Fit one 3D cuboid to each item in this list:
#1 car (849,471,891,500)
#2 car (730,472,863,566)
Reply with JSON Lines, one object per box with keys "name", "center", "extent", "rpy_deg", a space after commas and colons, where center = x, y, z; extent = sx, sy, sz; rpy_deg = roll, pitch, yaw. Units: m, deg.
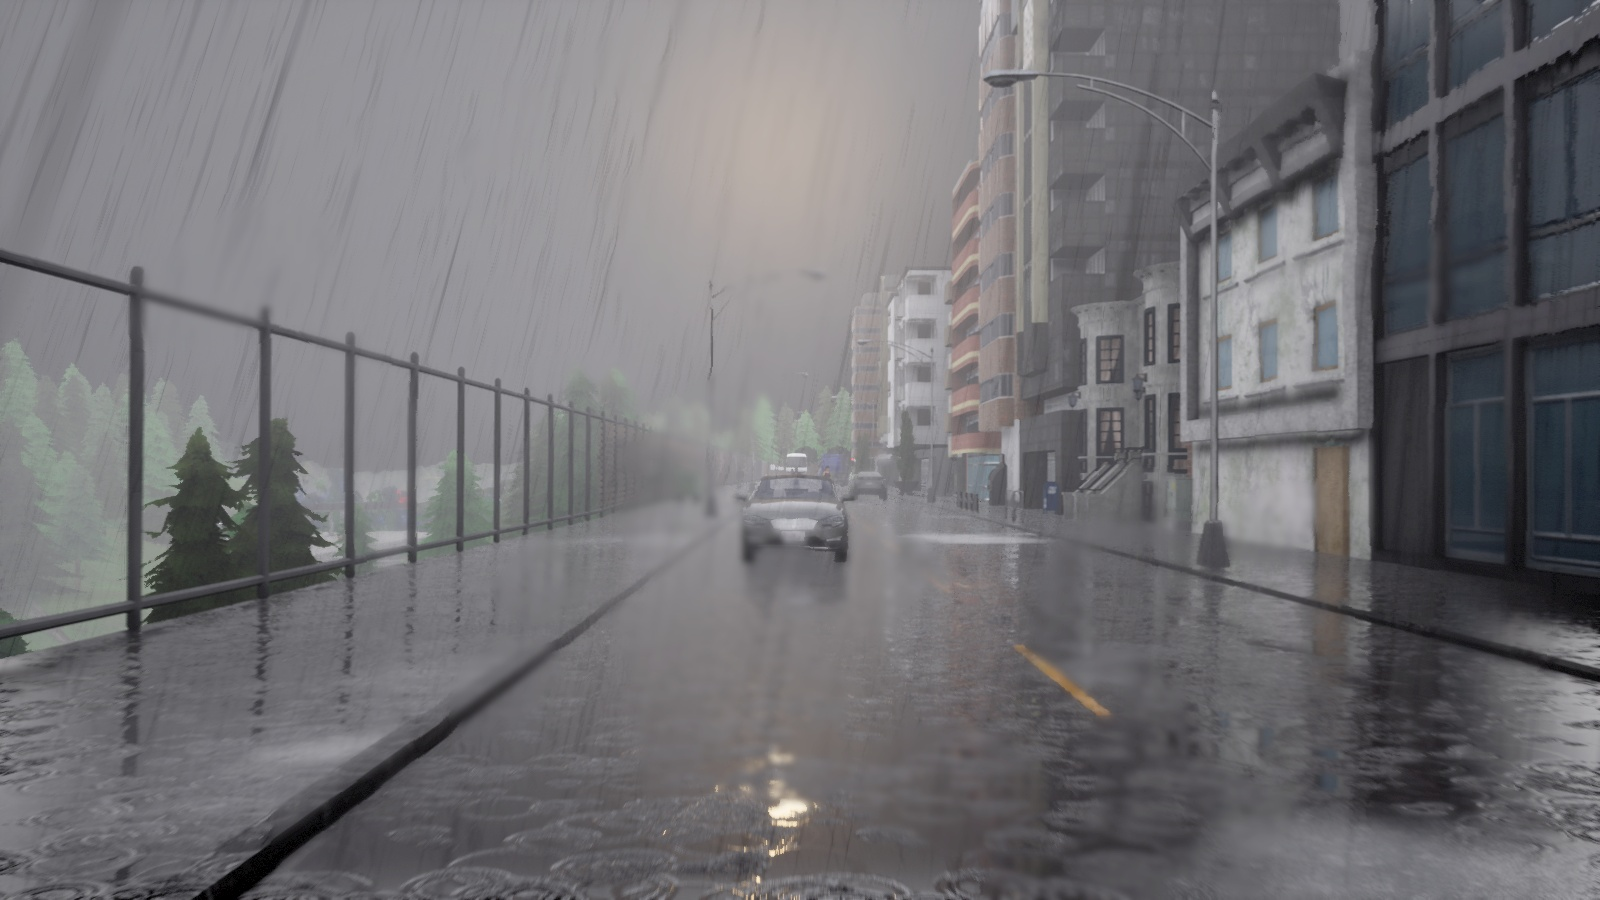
{"name": "car", "center": [3.806, 1.900, 68.927], "extent": [2.007, 1.525, 4.514], "rpy_deg": [0, -1, 0]}
{"name": "car", "center": [-0.064, 1.150, 22.612], "extent": [2.128, 1.511, 4.902], "rpy_deg": [0, -1, 0]}
